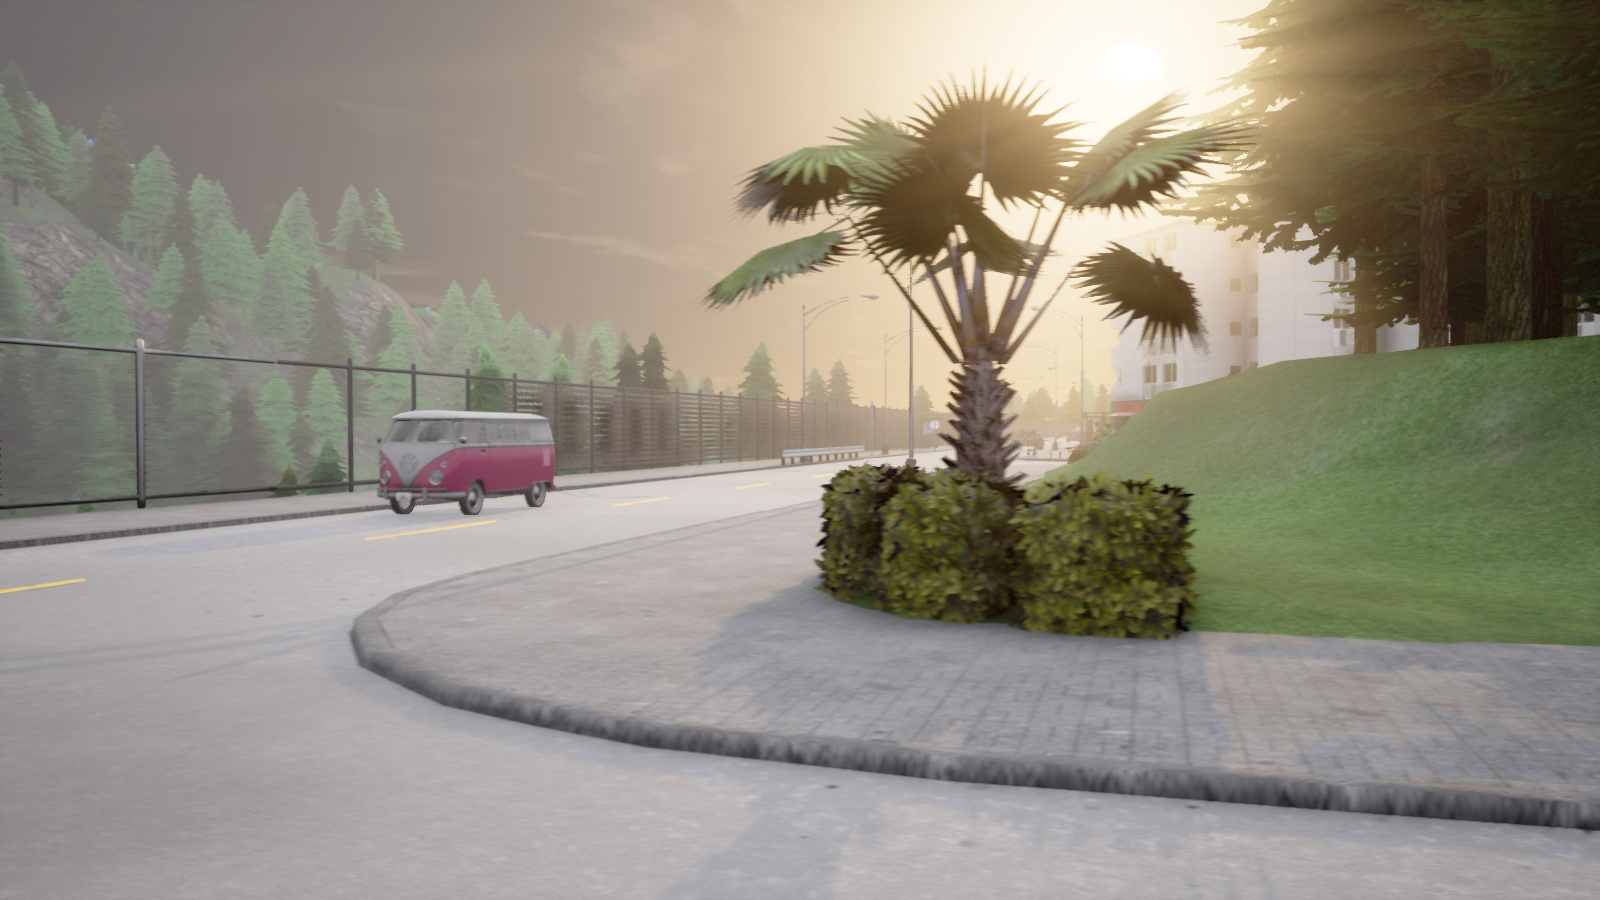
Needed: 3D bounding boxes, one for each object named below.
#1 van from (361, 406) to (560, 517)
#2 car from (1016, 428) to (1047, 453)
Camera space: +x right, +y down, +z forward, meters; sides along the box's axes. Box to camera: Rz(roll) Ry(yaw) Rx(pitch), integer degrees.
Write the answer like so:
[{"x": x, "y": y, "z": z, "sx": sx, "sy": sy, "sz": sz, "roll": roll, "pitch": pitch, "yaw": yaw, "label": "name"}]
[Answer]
[{"x": -6.552, "y": 0.171, "z": 24.794, "sx": 1.775, "sy": 1.987, "sz": 4.442, "roll": 0, "pitch": 1, "yaw": 16, "label": "van"}, {"x": 17.850, "y": -0.774, "z": 96.709, "sx": 1.932, "sy": 1.855, "sz": 4.605, "roll": 0, "pitch": 1, "yaw": 16, "label": "car"}]
